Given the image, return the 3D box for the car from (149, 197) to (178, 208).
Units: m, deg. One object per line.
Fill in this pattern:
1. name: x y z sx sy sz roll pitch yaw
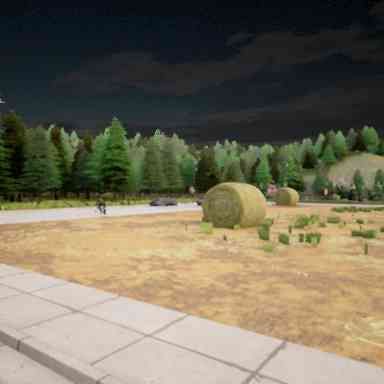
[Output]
1. car: -3.839 1.371 45.083 1.994 1.385 4.181 1 0 37

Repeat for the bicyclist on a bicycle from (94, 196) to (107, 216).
1. bicyclist on a bicycle: -7.590 1.162 27.476 1.656 1.620 0.582 0 0 37

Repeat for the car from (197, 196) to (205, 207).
1. car: 2.623 1.327 47.732 2.128 1.511 4.902 1 0 37
